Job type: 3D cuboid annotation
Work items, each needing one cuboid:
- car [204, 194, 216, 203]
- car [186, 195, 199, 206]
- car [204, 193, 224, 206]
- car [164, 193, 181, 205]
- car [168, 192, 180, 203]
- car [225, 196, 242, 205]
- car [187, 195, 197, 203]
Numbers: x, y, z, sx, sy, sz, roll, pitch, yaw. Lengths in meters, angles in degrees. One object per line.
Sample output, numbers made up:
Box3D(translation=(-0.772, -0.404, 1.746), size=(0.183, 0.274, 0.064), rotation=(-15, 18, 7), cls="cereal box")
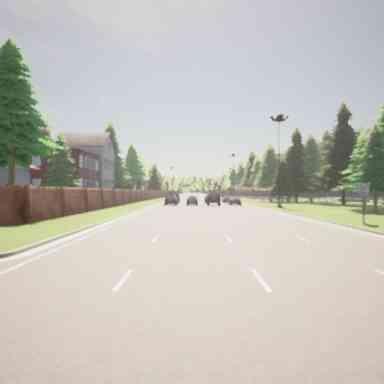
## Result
Box3D(translation=(3.495, 1.244, 64.781), size=(2.097, 1.767, 4.553), rotation=(0, 0, 0), cls="car")
Box3D(translation=(0.045, 1.398, 54.504), size=(2.128, 1.511, 4.902), rotation=(0, 0, 1), cls="car")
Box3D(translation=(3.539, 1.130, 54.426), size=(2.150, 2.045, 5.566), rotation=(0, 0, 1), cls="car")
Box3D(translation=(-3.446, 1.258, 55.644), size=(2.097, 1.767, 4.553), rotation=(0, 0, 0), cls="car")
Box3D(translation=(-3.506, 1.122, 65.671), size=(2.150, 2.045, 5.566), rotation=(0, 0, 0), cls="car")
Box3D(translation=(7.047, 1.433, 54.797), size=(1.812, 1.442, 4.674), rotation=(0, 0, 1), cls="car")
Box3D(translation=(-0.005, 1.396, 64.811), size=(1.837, 1.490, 4.892), rotation=(0, 0, 0), cls="car")
